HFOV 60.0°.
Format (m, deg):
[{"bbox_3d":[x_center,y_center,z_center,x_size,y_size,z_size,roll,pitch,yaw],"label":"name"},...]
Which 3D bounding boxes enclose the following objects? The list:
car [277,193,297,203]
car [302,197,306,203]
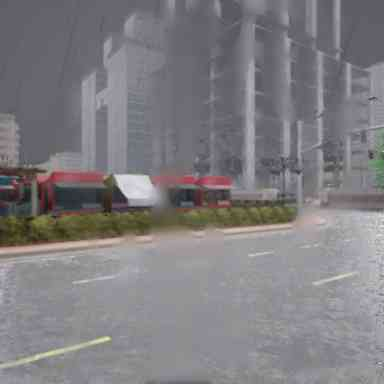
[{"bbox_3d":[17.535,1.140,62.338,1.905,1.878,3.866,0,0,-36],"label":"car"},{"bbox_3d":[19.927,1.142,64.049,1.905,1.878,3.866,0,0,-36],"label":"car"}]
